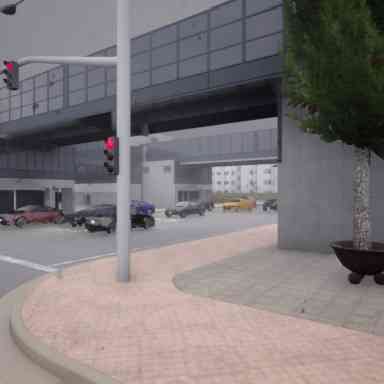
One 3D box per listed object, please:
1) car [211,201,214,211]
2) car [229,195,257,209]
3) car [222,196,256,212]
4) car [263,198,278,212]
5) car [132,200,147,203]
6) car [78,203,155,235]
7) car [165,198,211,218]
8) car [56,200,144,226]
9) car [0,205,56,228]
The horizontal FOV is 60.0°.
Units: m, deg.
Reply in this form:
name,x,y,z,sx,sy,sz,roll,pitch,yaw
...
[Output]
name,x,y,z,sx,sy,sz,roll,pitch,yaw
car,0.691,1.492,38.086,2.128,1.511,4.902,0,0,36
car,7.288,1.355,47.119,2.097,1.767,4.553,0,0,36
car,5.320,1.478,38.497,1.882,1.535,5.008,0,0,36
car,9.827,1.504,38.440,1.837,1.490,4.892,0,0,36
car,-5.434,1.478,29.634,1.882,1.535,5.008,0,0,36
car,-4.065,1.564,19.220,1.994,1.385,4.181,0,0,36
car,-0.507,1.526,30.459,1.812,1.442,4.674,0,0,36
car,-6.114,1.547,22.726,2.033,1.411,5.357,0,0,36
car,-10.702,1.564,22.356,1.994,1.385,4.181,0,0,36
